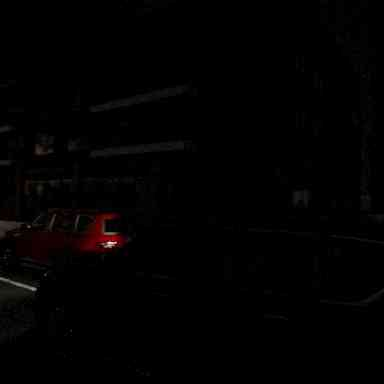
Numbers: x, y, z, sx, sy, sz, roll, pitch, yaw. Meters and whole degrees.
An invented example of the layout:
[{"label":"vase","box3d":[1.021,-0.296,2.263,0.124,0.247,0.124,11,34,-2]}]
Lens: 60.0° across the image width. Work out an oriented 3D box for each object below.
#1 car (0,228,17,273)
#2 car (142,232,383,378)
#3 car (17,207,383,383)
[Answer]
[{"label":"car","box3d":[-3.202,1.326,9.060,5.009,1.841,2.192,0,0,36]},{"label":"car","box3d":[1.272,1.591,5.857,4.206,1.307,1.802,0,0,36]},{"label":"car","box3d":[0.374,1.231,4.095,5.566,2.045,2.150,0,0,36]}]
